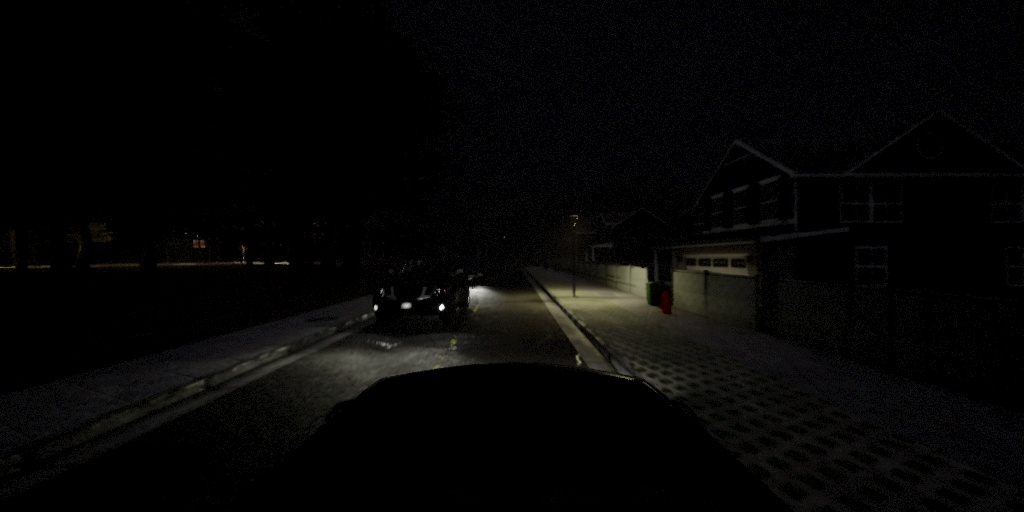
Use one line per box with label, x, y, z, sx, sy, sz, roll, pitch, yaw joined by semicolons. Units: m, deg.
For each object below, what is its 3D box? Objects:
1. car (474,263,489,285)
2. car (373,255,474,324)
car;-2.784;1.273;26.644;2.128;1.511;4.902;0;0;1
car;-2.802;0.985;12.370;2.150;2.045;5.566;0;0;1
